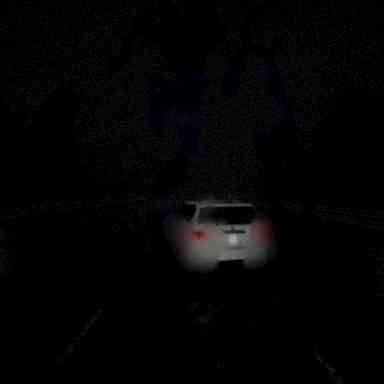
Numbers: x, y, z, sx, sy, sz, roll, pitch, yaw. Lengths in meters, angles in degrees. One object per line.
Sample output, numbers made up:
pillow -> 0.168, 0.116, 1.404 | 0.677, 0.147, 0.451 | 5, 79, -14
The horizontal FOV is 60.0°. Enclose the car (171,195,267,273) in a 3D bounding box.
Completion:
car -> 0.601, 1.256, 10.993 | 2.150, 2.045, 5.566 | -1, 0, -9
